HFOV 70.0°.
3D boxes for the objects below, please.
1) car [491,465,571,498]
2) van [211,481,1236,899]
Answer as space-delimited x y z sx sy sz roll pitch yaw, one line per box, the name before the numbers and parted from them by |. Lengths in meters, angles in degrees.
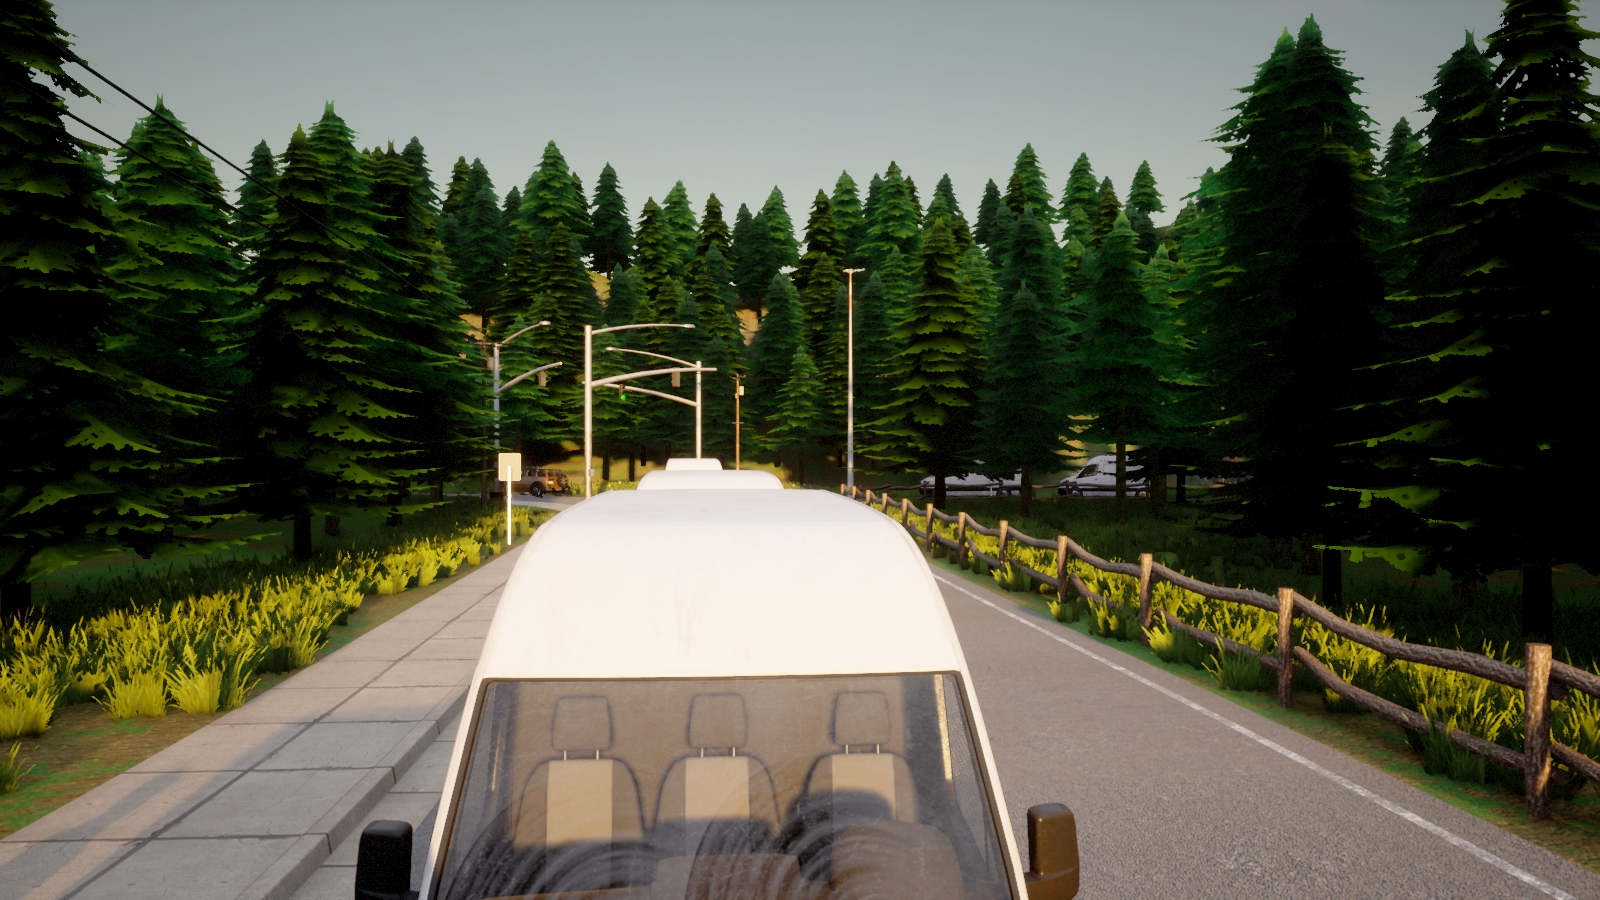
car | -15.984 1.837 67.816 4.605 1.855 1.932 0 -1 31
van | -0.350 1.500 5.168 1.988 2.561 5.915 0 0 -5
